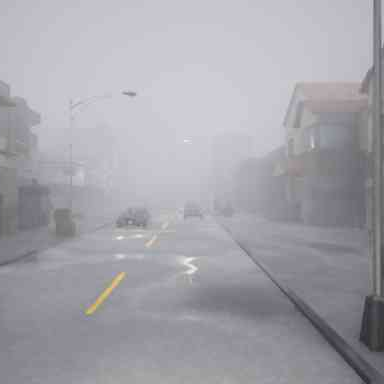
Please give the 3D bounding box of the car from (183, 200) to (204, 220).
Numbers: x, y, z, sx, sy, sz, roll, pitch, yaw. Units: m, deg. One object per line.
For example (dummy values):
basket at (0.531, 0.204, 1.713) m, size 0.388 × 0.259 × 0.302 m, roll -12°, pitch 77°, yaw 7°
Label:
car at (0.129, 1.784, 31.156) m, size 2.033 × 1.411 × 5.357 m, roll 0°, pitch 0°, yaw 0°

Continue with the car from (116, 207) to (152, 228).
car at (-3.977, 1.779, 23.374) m, size 1.994 × 1.385 × 4.181 m, roll 0°, pitch 0°, yaw 0°

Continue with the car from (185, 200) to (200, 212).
car at (0.092, 1.850, 45.514) m, size 1.837 × 1.490 × 4.892 m, roll 0°, pitch 0°, yaw 1°
